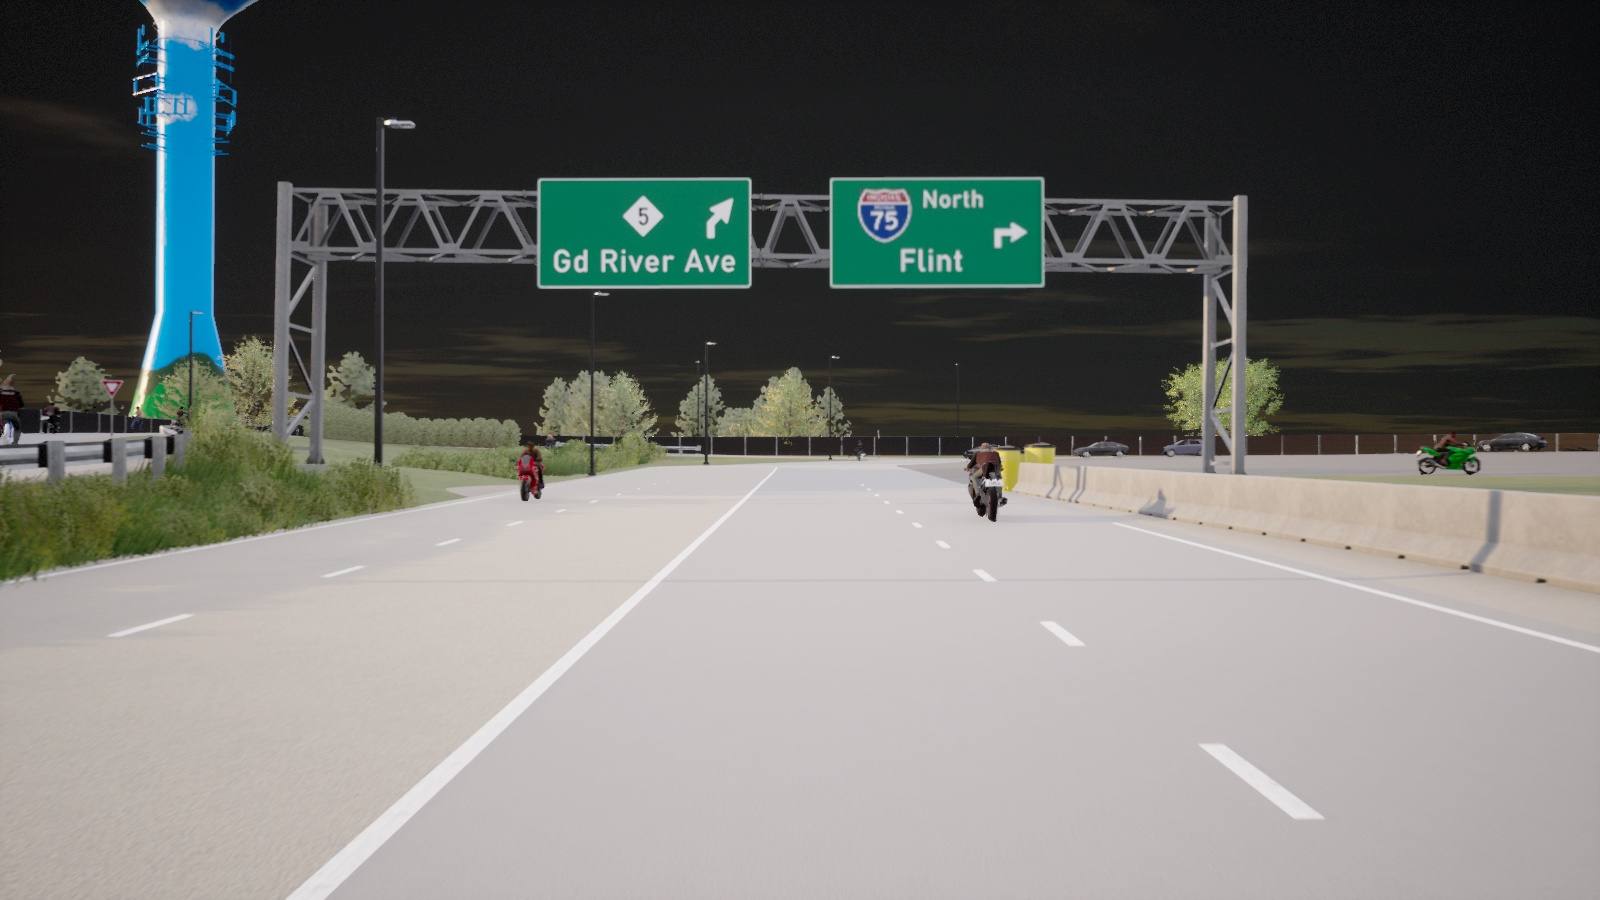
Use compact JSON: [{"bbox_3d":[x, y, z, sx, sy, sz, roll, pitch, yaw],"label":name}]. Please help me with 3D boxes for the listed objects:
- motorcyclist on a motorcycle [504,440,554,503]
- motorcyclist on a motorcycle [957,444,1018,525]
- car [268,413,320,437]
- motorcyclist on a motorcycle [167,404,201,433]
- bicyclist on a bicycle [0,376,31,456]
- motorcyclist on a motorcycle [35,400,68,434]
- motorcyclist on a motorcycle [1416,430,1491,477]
[{"bbox_3d":[-6.802,0.524,31.636,0.797,1.523,2.044,0,0,0],"label":"motorcyclist on a motorcycle"},{"bbox_3d":[3.658,0.641,24.688,0.866,1.530,2.191,0,0,0],"label":"motorcyclist on a motorcycle"},{"bbox_3d":[-35.490,-1.705,88.149,1.970,1.475,3.806,0,-2,3],"label":"car"},{"bbox_3d":[-36.185,-1.830,73.780,0.766,1.649,2.350,0,1,2],"label":"motorcyclist on a motorcycle"},{"bbox_3d":[-18.068,-0.771,28.701,0.659,1.776,1.843,0,2,-26],"label":"bicyclist on a bicycle"},{"bbox_3d":[-34.928,-1.540,58.610,0.797,1.523,2.044,0,1,-15],"label":"motorcyclist on a motorcycle"},{"bbox_3d":[21.845,0.121,42.006,2.044,1.523,0.797,0,-1,9],"label":"motorcyclist on a motorcycle"}]
